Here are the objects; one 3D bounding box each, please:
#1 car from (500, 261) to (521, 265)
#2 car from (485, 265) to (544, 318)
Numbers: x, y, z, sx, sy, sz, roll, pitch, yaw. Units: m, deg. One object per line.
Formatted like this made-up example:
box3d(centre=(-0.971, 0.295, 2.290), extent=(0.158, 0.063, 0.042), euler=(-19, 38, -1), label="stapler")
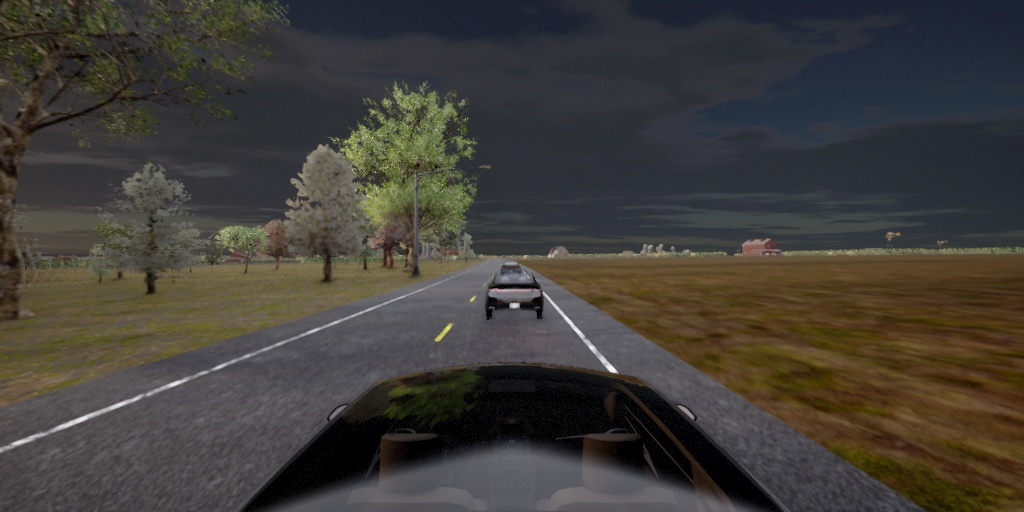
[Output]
box3d(centre=(-0.112, 1.195, 34.830), extent=(1.882, 1.535, 5.008), euler=(0, 0, -1), label="car")
box3d(centre=(0.068, 1.228, 12.841), extent=(2.128, 1.511, 4.902), euler=(0, 0, 0), label="car")
